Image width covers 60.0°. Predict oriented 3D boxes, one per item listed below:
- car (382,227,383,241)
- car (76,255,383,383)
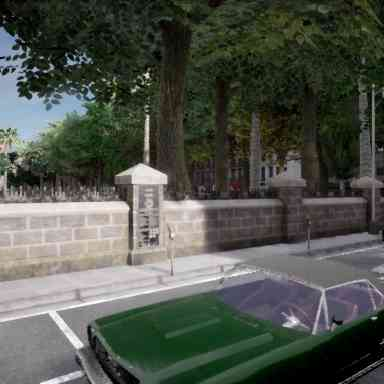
[{"bbox_3d":[9.756,1.310,13.500,5.009,1.841,2.192,0,0,-36],"label":"car"},{"bbox_3d":[1.114,1.600,4.180,4.718,1.301,1.895,0,0,-35],"label":"car"}]
